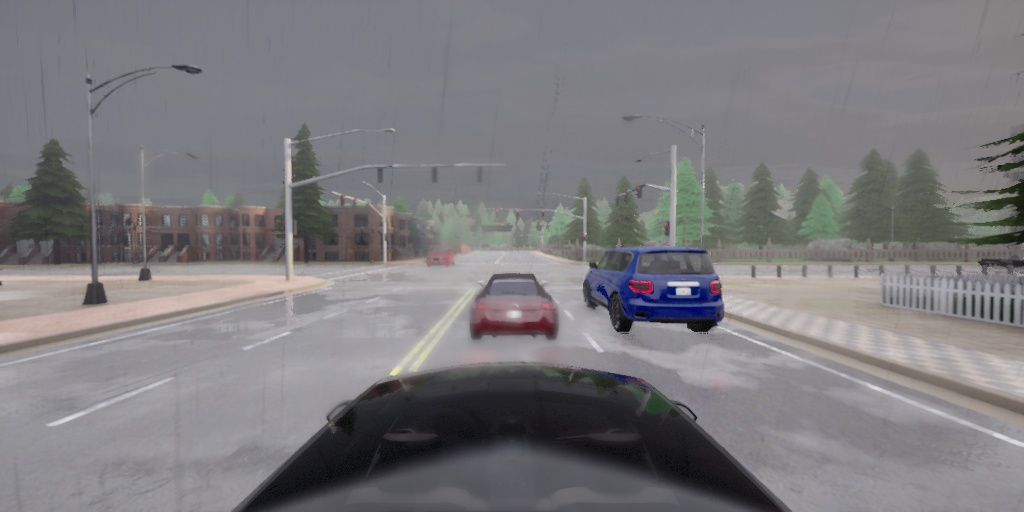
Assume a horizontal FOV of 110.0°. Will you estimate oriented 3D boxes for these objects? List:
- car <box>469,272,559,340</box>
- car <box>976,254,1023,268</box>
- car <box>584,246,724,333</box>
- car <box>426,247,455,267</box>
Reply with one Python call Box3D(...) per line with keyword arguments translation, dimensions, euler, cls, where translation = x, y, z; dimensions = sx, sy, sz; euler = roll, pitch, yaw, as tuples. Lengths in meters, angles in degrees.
Box3D(translation=(0.032, 1.108, 9.297), dimensions=(1.994, 1.385, 4.181), euler=(0, 1, -1), cls="car")
Box3D(translation=(46.290, 0.493, 33.080), dimensions=(4.718, 1.301, 1.895), euler=(0, 2, 0), cls="car")
Box3D(translation=(3.526, 0.746, 10.017), dimensions=(2.150, 2.045, 5.566), euler=(0, 1, 0), cls="car")
Box3D(translation=(-7.179, 0.164, 36.551), dimensions=(2.150, 2.045, 5.566), euler=(0, 2, 0), cls="car")
